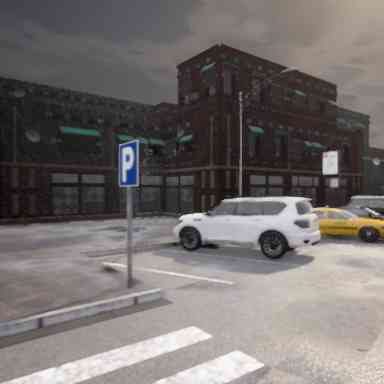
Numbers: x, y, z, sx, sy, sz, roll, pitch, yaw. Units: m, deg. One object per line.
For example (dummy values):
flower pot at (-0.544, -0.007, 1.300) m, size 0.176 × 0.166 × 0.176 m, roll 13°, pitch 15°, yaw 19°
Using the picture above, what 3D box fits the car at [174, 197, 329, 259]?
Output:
car at (1.946, 1.223, 12.716) m, size 5.566 × 2.045 × 2.435 m, roll -1°, pitch 0°, yaw 33°

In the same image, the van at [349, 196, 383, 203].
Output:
van at (11.456, 1.226, 20.021) m, size 4.442 × 1.987 × 1.878 m, roll -1°, pitch 0°, yaw 33°

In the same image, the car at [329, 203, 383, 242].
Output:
car at (6.923, 1.456, 16.237) m, size 5.366 × 1.575 × 1.946 m, roll -1°, pitch -1°, yaw 33°
